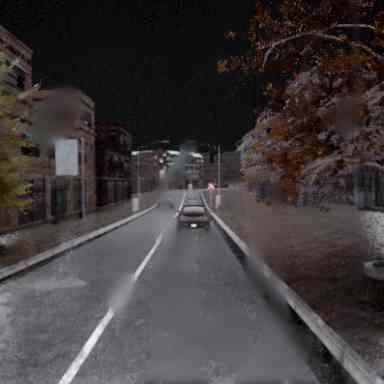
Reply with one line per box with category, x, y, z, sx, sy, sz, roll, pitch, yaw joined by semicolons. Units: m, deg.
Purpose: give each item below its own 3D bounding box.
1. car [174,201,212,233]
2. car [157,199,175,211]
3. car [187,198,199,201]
car;0.095;1.494;19.703;1.837;1.490;4.892;0;0;0
car;-3.102;1.500;39.530;1.895;1.301;4.718;0;1;0
car;0.090;1.456;39.020;2.033;1.411;5.357;0;1;0
